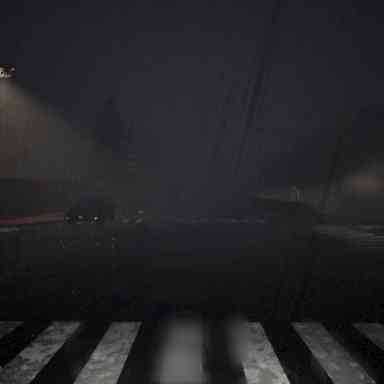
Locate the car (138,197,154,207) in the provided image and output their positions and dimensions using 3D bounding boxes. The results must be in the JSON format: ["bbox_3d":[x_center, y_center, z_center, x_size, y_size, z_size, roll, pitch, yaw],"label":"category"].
[{"bbox_3d":[-6.845,1.484,49.868,2.128,1.511,4.902,0,0,0],"label":"car"}]

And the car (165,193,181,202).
[{"bbox_3d":[-4.287,1.196,75.712,2.150,2.045,5.566,0,0,17],"label":"car"}]

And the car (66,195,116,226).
[{"bbox_3d":[-7.004,1.234,23.677,2.150,2.045,5.566,0,0,0],"label":"car"}]
